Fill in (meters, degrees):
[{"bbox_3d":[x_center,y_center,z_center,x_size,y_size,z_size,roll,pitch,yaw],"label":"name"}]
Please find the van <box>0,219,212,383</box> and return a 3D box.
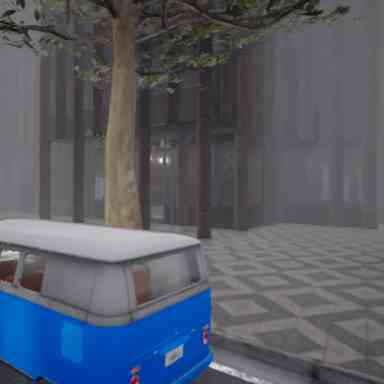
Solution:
[{"bbox_3d":[-1.676,1.316,4.271,3.998,1.788,1.690,0,0,35],"label":"van"}]
